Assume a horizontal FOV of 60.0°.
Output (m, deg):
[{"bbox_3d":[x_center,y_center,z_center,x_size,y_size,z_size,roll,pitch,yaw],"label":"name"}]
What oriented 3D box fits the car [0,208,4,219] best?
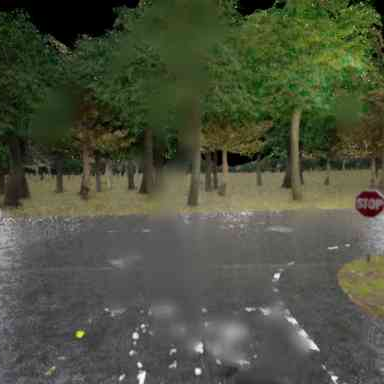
[{"bbox_3d":[-15.516,1.538,22.862,4.674,1.442,1.812,-1,3,-1],"label":"car"}]
